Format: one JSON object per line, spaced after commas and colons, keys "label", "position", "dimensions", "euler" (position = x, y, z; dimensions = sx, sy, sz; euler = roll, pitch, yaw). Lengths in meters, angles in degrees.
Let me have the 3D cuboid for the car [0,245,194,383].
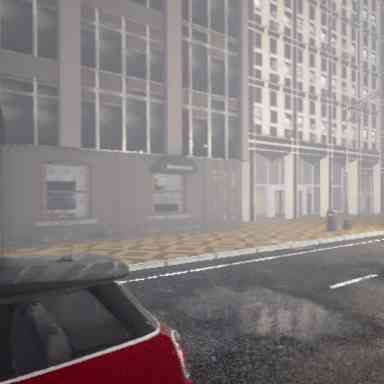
{"label": "car", "position": [-2.222, 1.348, 2.101], "dimensions": [4.553, 1.767, 2.097], "euler": [0, 0, -35]}
